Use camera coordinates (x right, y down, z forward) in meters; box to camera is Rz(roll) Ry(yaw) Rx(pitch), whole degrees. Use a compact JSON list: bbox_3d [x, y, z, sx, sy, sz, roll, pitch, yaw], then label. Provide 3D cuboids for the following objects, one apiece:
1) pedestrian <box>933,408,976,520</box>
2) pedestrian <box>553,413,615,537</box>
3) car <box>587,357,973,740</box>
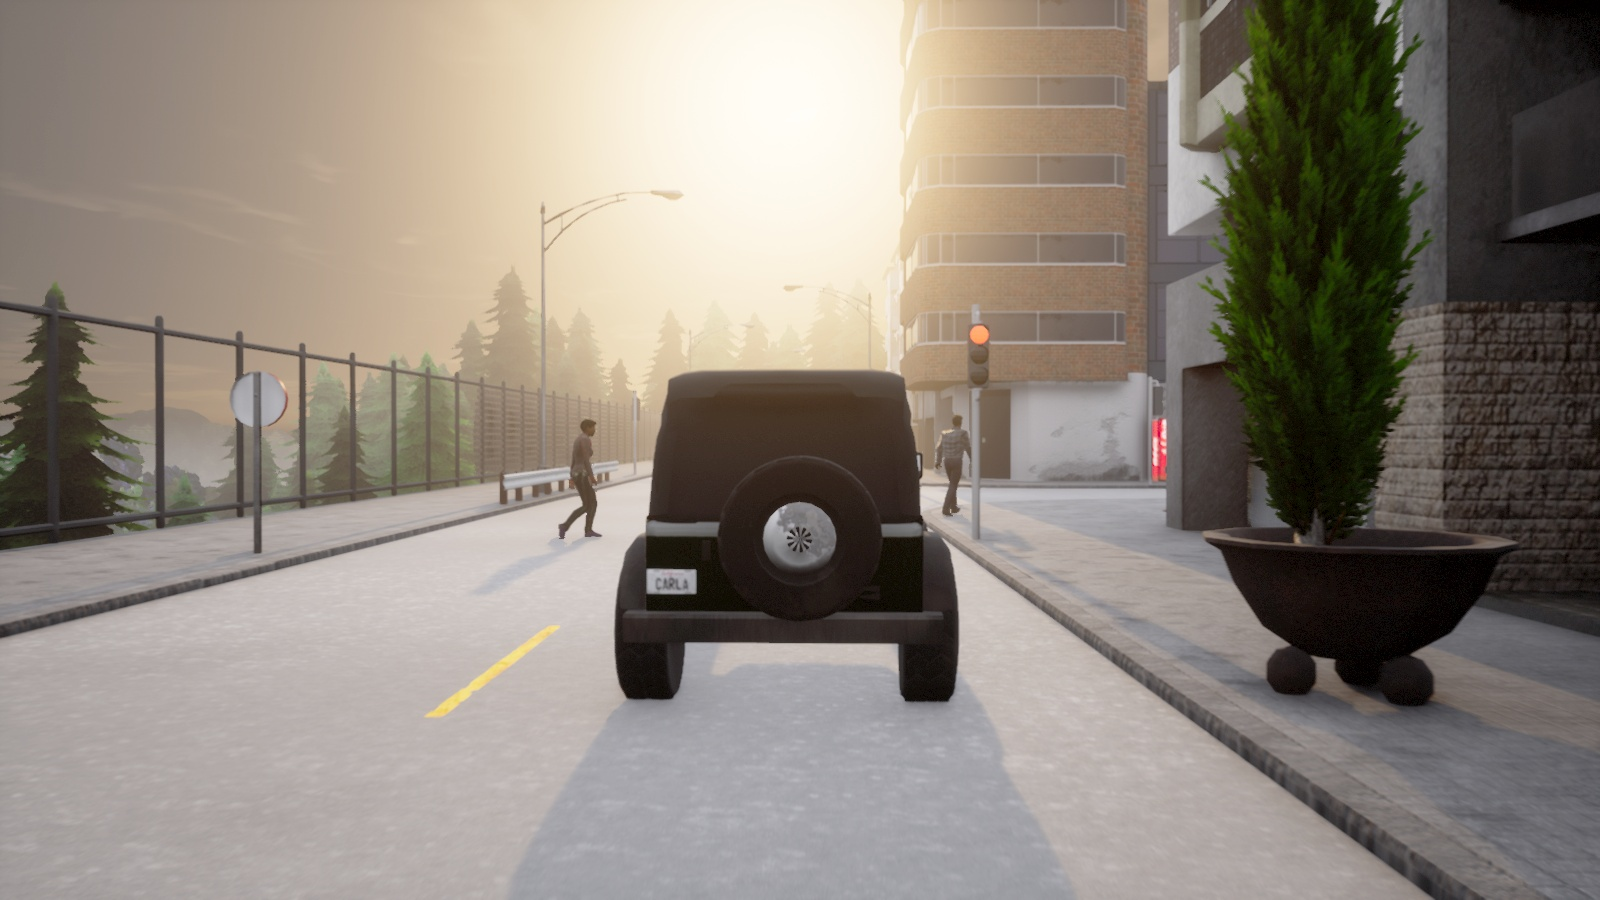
[{"bbox_3d":[2.738,0.241,22.252,0.423,1.949,0.788,0,1,36],"label":"pedestrian"},{"bbox_3d":[-3.198,0.365,18.598,0.869,1.805,0.328,0,1,-17],"label":"pedestrian"},{"bbox_3d":[-0.022,0.463,8.114,1.905,1.878,3.866,0,1,2],"label":"car"}]
